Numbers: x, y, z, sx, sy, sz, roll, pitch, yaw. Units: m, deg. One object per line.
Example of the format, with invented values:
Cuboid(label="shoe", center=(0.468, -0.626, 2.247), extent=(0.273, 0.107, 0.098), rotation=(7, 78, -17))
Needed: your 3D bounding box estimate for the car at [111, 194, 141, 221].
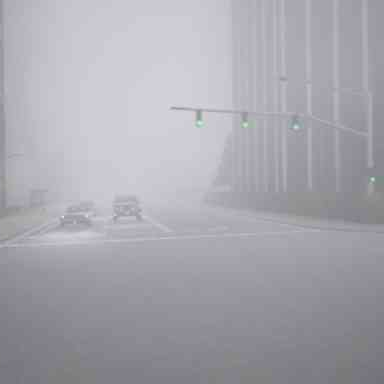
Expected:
Cuboid(label="car", center=(-5.508, 1.231, 27.749), extent=(2.150, 2.045, 5.566), rotation=(-1, 0, -13))

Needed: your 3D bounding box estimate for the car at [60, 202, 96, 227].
Cuboid(label="car", center=(-8.048, 1.655, 23.456), extent=(1.895, 1.301, 4.718), rotation=(-1, 0, -14))

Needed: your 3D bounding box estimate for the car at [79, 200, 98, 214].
Cuboid(label="car", center=(-10.326, 1.570, 32.490), extent=(1.837, 1.490, 4.892), rotation=(-1, 0, -14))
